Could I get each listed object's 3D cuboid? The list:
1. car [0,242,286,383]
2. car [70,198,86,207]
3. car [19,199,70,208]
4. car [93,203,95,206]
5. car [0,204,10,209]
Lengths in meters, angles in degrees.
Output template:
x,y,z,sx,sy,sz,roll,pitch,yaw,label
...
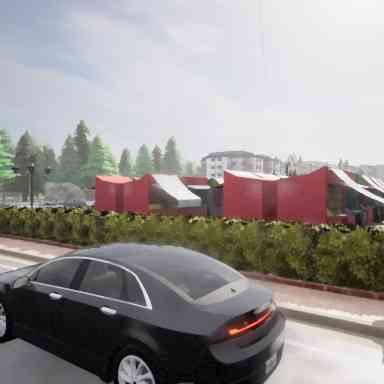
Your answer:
x,y,z,sx,sy,sz,roll,pitch,yaw,label
-1.158,1.505,4.827,4.892,1.490,1.837,0,0,36,car
-15.245,1.547,40.544,2.128,1.511,4.902,0,0,36,car
-15.508,1.656,34.233,1.895,1.301,4.718,0,0,36,car
-10.191,1.407,41.541,2.097,1.767,4.553,0,0,36,car
-20.853,1.603,32.805,2.033,1.411,5.357,0,0,39,car
